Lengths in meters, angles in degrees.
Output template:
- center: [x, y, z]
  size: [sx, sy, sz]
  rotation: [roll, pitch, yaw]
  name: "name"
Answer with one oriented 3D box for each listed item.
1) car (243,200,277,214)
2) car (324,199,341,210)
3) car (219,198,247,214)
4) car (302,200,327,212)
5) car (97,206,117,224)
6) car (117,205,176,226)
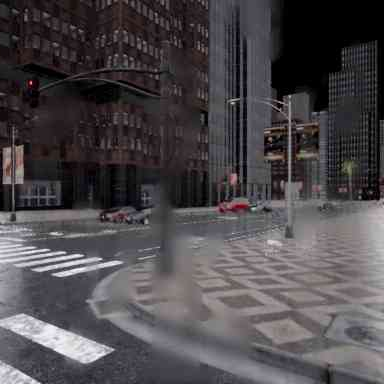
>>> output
- center: [9.206, 2.123, 44.249]
  size: [2.128, 1.511, 4.902]
  rotation: [0, -1, 35]
  name: "car"
- center: [26.025, 2.508, 62.314]
  size: [1.837, 1.490, 4.892]
  rotation: [0, -1, 35]
  name: "car"
- center: [5.780, 1.829, 45.037]
  size: [2.150, 2.045, 5.566]
  rotation: [0, -1, 35]
  name: "car"
- center: [19.305, 2.372, 52.742]
  size: [2.033, 1.411, 5.357]
  rotation: [0, -1, 35]
  name: "car"
- center: [-5.989, 1.871, 28.282]
  size: [1.994, 1.385, 4.181]
  rotation: [0, -1, 35]
  name: "car"
- center: [-3.274, 1.819, 26.493]
  size: [1.837, 1.490, 4.892]
  rotation: [0, -1, 35]
  name: "car"
